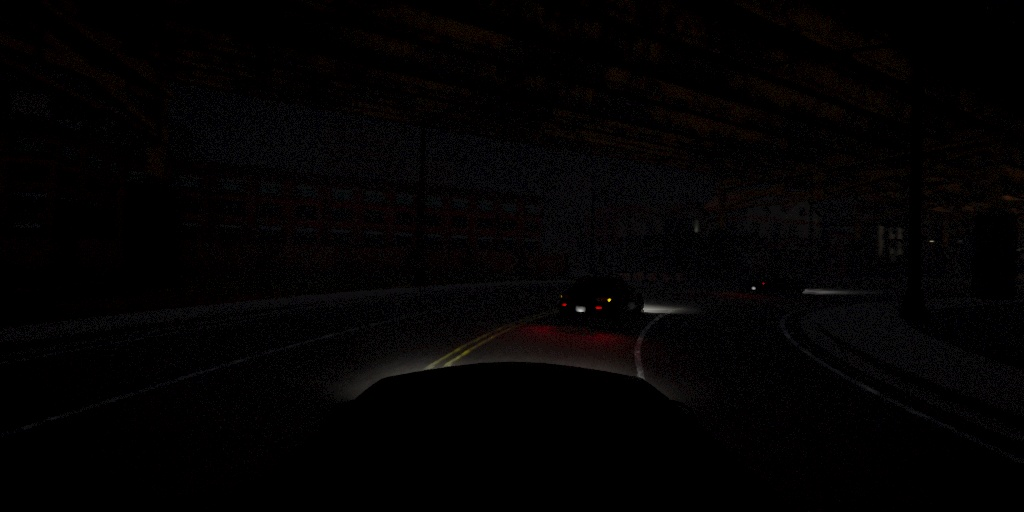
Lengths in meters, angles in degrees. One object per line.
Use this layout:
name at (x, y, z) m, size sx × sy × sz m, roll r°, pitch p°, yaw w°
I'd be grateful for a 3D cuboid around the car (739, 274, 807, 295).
car at (17.940, 1.881, 24.562) m, size 4.718 × 1.301 × 1.895 m, roll 1°, pitch 0°, yaw -25°

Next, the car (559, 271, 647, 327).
car at (3.128, 1.392, 12.234) m, size 1.812 × 1.442 × 4.674 m, roll 1°, pitch -1°, yaw 30°
